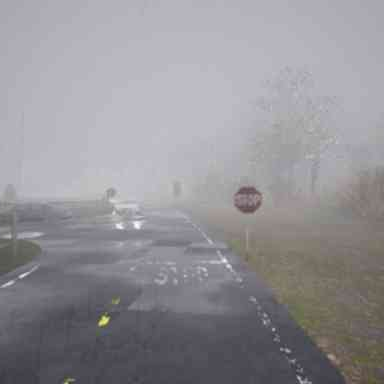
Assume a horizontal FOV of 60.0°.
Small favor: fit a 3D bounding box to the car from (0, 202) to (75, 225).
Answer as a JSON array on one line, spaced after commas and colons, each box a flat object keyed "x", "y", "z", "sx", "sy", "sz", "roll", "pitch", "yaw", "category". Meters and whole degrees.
[{"x": -10.380, "y": 1.350, "z": 21.424, "sx": 5.357, "sy": 1.411, "sz": 2.033, "roll": 0, "pitch": 1, "yaw": -14, "category": "car"}]

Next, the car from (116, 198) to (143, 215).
[{"x": -5.442, "y": 1.280, "z": 29.591, "sx": 1.812, "sy": 1.442, "sz": 4.674, "roll": 1, "pitch": 1, "yaw": -3, "category": "car"}]
